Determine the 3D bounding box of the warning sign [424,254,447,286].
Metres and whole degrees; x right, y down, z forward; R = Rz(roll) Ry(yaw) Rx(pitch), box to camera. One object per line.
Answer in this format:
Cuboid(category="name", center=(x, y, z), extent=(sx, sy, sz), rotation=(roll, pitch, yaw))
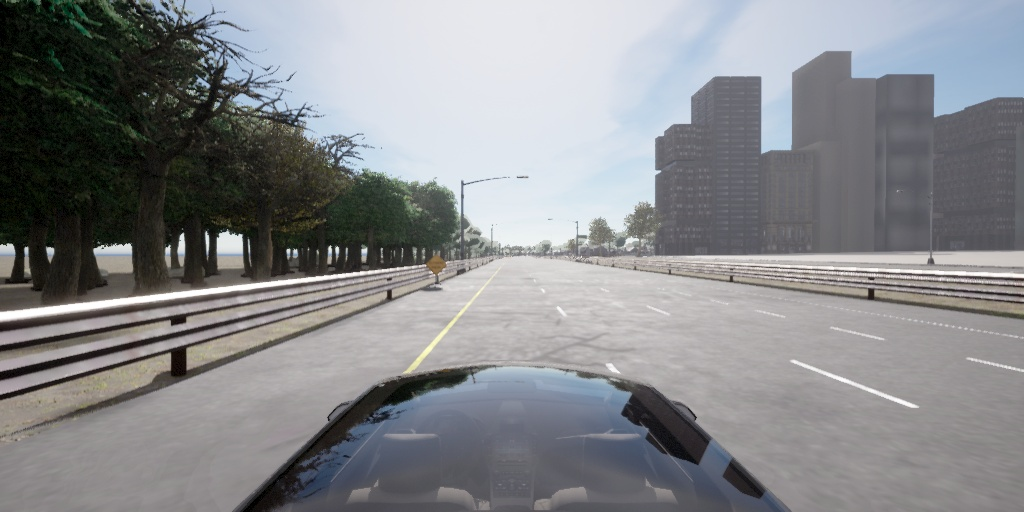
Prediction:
Cuboid(category="warning sign", center=(-4.550, 0.808, 21.602), extent=(1.300, 1.860, 1.060), rotation=(0, 0, 0))
